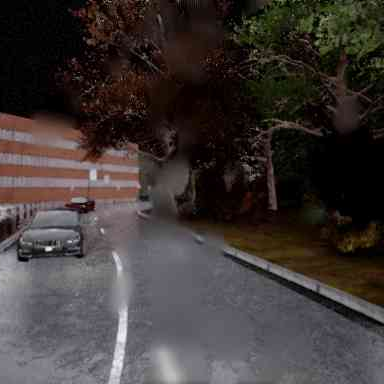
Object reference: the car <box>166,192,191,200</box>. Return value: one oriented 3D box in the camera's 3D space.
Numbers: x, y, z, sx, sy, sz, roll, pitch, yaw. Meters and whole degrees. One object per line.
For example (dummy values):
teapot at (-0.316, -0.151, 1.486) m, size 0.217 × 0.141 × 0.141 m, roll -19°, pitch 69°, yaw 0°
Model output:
car at (-2.755, 0.808, 69.165) m, size 4.674 × 1.452 × 2.002 m, roll 0°, pitch 1°, yaw 20°

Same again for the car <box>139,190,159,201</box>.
car at (-6.616, 0.636, 58.539) m, size 5.566 × 2.045 × 2.435 m, roll 0°, pitch 1°, yaw 20°

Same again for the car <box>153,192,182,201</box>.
car at (-4.676, 0.830, 63.851) m, size 5.008 × 1.535 × 2.097 m, roll 0°, pitch 1°, yaw 20°

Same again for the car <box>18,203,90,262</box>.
car at (-4.664, 1.343, 11.615) m, size 1.837 × 1.490 × 4.892 m, roll 0°, pitch 0°, yaw -16°

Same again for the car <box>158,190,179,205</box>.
car at (-2.507, 0.897, 47.083) m, size 2.097 × 1.767 × 4.553 m, roll 0°, pitch 1°, yaw 20°

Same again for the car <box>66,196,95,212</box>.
car at (-10.070, 1.151, 30.017) m, size 1.882 × 1.535 × 5.008 m, roll -1°, pitch 1°, yaw -5°
